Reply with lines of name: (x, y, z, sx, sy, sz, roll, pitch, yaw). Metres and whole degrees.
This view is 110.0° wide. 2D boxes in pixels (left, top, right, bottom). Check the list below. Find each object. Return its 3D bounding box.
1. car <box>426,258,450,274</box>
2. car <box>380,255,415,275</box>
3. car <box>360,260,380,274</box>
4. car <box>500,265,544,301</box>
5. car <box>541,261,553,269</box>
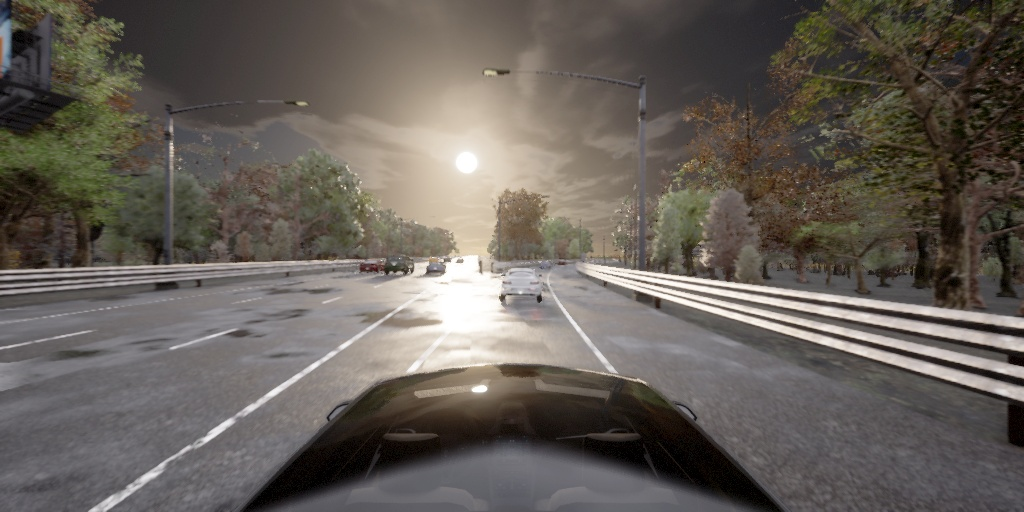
car: (-8.309, 1.261, 39.866, 1.994, 1.385, 4.181, 0, 0, -5)
car: (-11.559, 0.899, 37.056, 2.150, 2.045, 5.566, 0, 0, -5)
car: (-15.338, 1.131, 39.889, 1.882, 1.535, 5.008, 0, 0, -5)
car: (0.475, 1.297, 17.333, 1.812, 1.442, 4.674, 0, 0, 3)
car: (6.186, 1.586, 63.794, 2.033, 1.411, 5.357, 0, 0, 12)
